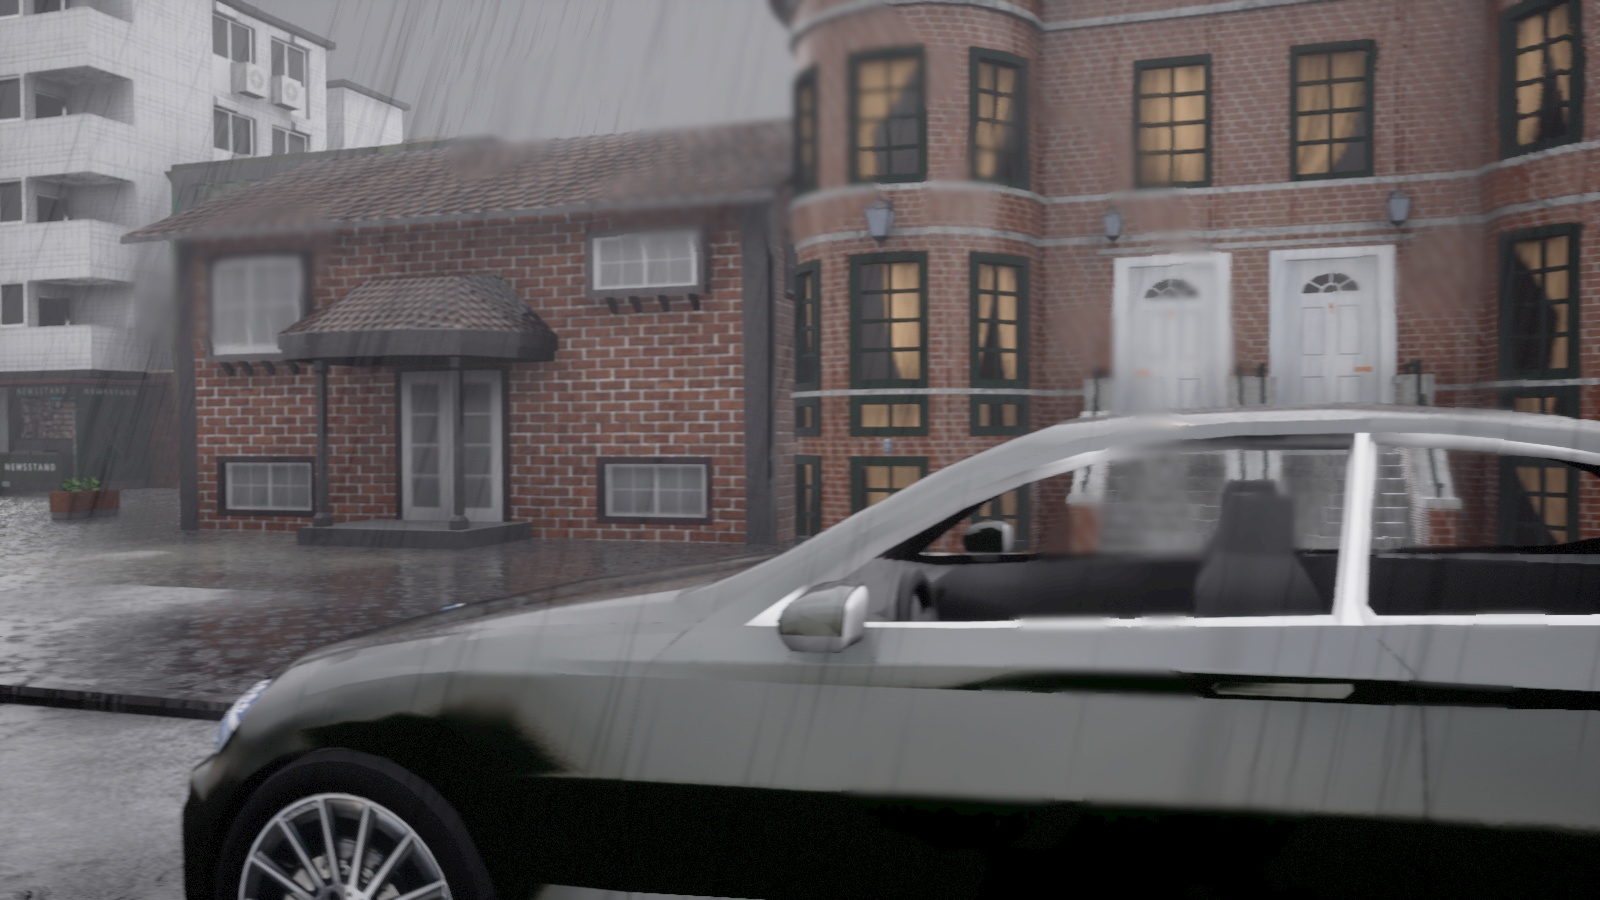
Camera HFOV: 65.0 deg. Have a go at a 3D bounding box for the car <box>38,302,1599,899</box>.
[{"bbox_3d":[0.762,0.555,3.462,5.027,1.651,2.152,0,1,19],"label":"car"}]
